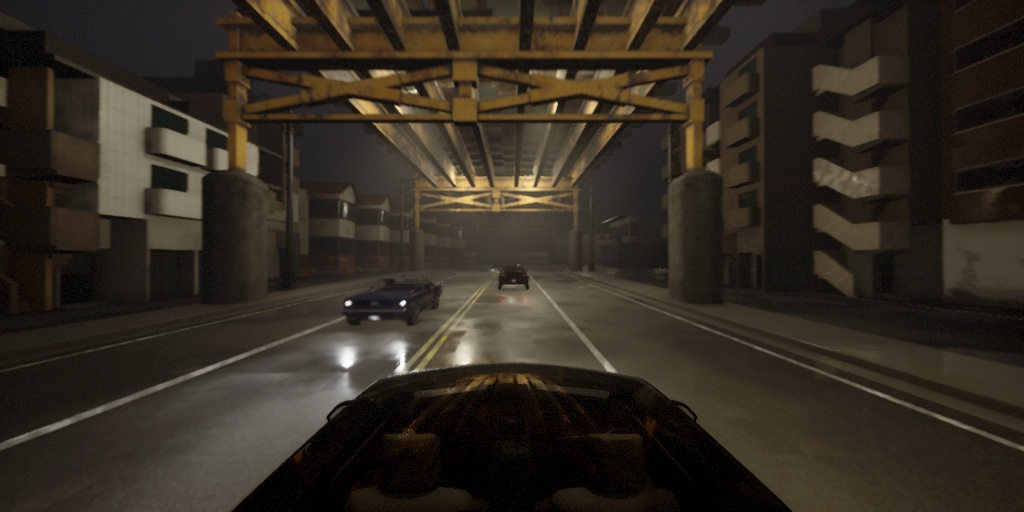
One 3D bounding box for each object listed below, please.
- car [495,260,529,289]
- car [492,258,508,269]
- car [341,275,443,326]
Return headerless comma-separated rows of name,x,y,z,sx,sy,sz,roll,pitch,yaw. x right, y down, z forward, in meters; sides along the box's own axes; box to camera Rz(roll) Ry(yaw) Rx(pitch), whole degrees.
car,0.092,1.200,22.475,1.812,1.442,4.674,0,0,0
car,-1.407,1.043,52.596,1.882,1.535,5.008,0,0,17
car,-3.594,1.316,11.605,1.895,1.301,4.718,0,0,0
